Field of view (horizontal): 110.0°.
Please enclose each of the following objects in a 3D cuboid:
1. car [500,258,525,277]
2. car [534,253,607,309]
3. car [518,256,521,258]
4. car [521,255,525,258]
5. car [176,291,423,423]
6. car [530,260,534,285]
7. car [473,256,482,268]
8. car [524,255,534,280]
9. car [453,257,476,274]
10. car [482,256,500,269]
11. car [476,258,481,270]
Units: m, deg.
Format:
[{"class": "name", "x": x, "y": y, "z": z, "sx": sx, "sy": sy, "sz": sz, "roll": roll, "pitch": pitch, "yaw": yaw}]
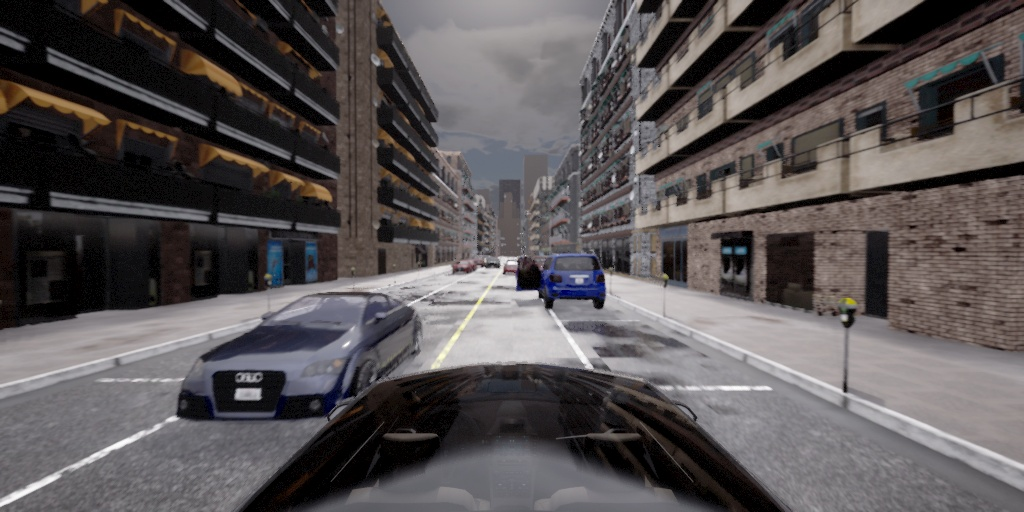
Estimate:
[{"class": "car", "x": 0.049, "y": 1.171, "z": 37.629, "sx": 1.994, "sy": 1.385, "sz": 4.181, "roll": 0, "pitch": 0, "yaw": 0}, {"class": "car", "x": 2.270, "y": 0.918, "z": 14.773, "sx": 2.150, "sy": 2.045, "sz": 5.566, "roll": 0, "pitch": 0, "yaw": 0}, {"class": "car", "x": 0.017, "y": 1.081, "z": 51.319, "sx": 1.812, "sy": 1.442, "sz": 4.674, "roll": 0, "pitch": 0, "yaw": 0}, {"class": "car", "x": 2.566, "y": 0.854, "z": 55.738, "sx": 2.192, "sy": 1.841, "sz": 5.009, "roll": 0, "pitch": 0, "yaw": 0}, {"class": "car", "x": -2.849, "y": 1.297, "z": 5.862, "sx": 1.994, "sy": 1.385, "sz": 4.181, "roll": 0, "pitch": 0, "yaw": 0}, {"class": "car", "x": 2.565, "y": 1.230, "z": 27.417, "sx": 1.802, "sy": 1.307, "sz": 4.207, "roll": 0, "pitch": 0, "yaw": 0}, {"class": "car", "x": -5.315, "y": 0.854, "z": 55.803, "sx": 2.192, "sy": 1.841, "sz": 5.009, "roll": 0, "pitch": 0, "yaw": 0}, {"class": "car", "x": 2.565, "y": 0.940, "z": 33.081, "sx": 2.192, "sy": 1.841, "sz": 5.009, "roll": 0, "pitch": 0, "yaw": 0}, {"class": "car", "x": -5.315, "y": 1.148, "z": 38.849, "sx": 1.888, "sy": 1.381, "sz": 4.507, "roll": 0, "pitch": 0, "yaw": 0}, {"class": "car", "x": -2.749, "y": 0.907, "z": 52.395, "sx": 2.097, "sy": 1.767, "sz": 4.553, "roll": 0, "pitch": 0, "yaw": 0}, {"class": "car", "x": -5.315, "y": 1.127, "z": 44.501, "sx": 1.888, "sy": 1.381, "sz": 4.507, "roll": 0, "pitch": 0, "yaw": 0}]
